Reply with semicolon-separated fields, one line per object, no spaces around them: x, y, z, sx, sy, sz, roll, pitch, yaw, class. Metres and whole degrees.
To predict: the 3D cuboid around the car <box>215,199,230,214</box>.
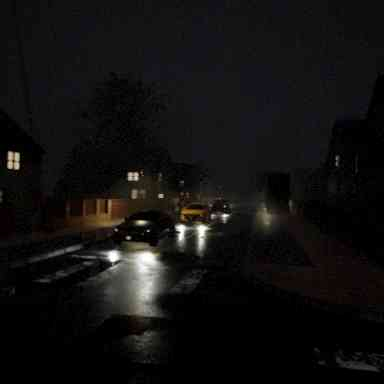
3.521;1.696;41.496;2.097;1.767;4.553;1;-1;12;car

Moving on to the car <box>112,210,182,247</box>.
-2.058;1.581;15.657;1.812;1.442;4.674;1;0;12;car

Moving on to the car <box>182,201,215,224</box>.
0.407;1.643;27.168;1.882;1.535;5.008;1;0;11;car
